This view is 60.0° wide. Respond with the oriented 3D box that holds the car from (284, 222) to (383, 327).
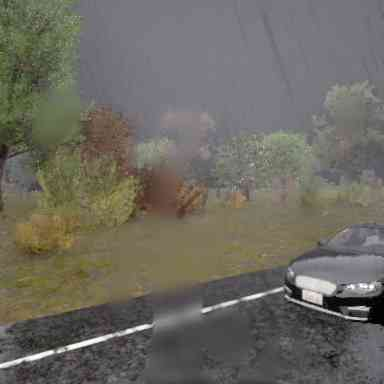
[{"bbox_3d":[3.933,1.414,6.840,4.902,1.511,2.128,-1,0,-36],"label":"car"}]
